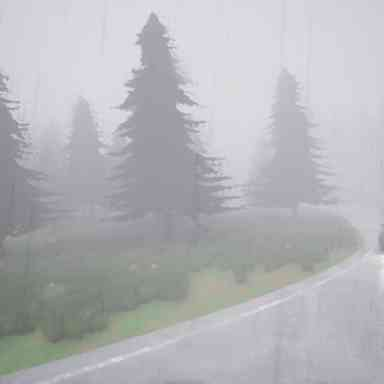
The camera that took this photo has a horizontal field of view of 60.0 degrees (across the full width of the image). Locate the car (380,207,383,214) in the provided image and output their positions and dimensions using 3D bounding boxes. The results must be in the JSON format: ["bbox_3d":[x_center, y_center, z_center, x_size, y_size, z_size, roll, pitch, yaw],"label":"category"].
[{"bbox_3d":[24.166,2.223,40.191,1.882,1.535,5.008,-3,-2,17],"label":"car"}]

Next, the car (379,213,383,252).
[{"bbox_3d":[9.392,1.822,14.582,1.994,1.385,4.181,-3,-3,31],"label":"car"}]
